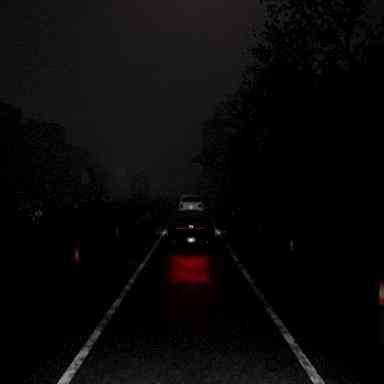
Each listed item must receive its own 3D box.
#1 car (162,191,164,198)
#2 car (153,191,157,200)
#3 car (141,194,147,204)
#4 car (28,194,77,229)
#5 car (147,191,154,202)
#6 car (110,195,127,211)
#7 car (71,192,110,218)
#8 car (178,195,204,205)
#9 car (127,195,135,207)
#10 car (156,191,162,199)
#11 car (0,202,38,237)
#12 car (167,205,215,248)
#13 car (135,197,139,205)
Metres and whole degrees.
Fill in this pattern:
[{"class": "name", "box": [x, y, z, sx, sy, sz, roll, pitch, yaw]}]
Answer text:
[{"class": "car", "box": [-9.264, 1.102, 86.406, 2.002, 1.452, 4.674, 0, 0, 0]}, {"class": "car", "box": [-9.205, 1.105, 69.777, 2.097, 1.535, 5.008, 0, 0, 2]}, {"class": "car", "box": [-9.155, 1.183, 53.977, 1.946, 1.575, 5.366, 0, 0, 2]}, {"class": "car", "box": [-9.022, 1.172, 19.891, 2.185, 1.767, 4.553, 0, 0, 2]}, {"class": "car", "box": [-9.184, 1.140, 64.229, 2.097, 1.535, 5.008, 0, 0, 2]}, {"class": "car", "box": [-9.084, 1.257, 36.498, 2.097, 1.535, 5.008, 0, 0, 2]}, {"class": "car", "box": [-9.052, 1.018, 27.544, 2.435, 2.045, 5.566, 0, 0, 2]}, {"class": "car", "box": [-0.074, 1.238, 29.698, 2.150, 2.045, 5.566, 0, 0, 0]}, {"class": "car", "box": [-9.104, 1.253, 42.040, 2.231, 1.521, 4.892, 0, 1, 2]}, {"class": "car", "box": [-9.240, 0.847, 79.661, 2.435, 2.045, 5.566, 0, 0, 0]}, {"class": "car", "box": [-8.992, 1.367, 14.287, 2.163, 1.488, 4.792, 1, 0, 2]}, {"class": "car", "box": [-0.037, 1.518, 14.664, 1.837, 1.490, 4.892, 0, 0, 0]}, {"class": "car", "box": [-9.124, 1.228, 47.596, 2.097, 1.535, 5.008, 0, 0, 2]}]
